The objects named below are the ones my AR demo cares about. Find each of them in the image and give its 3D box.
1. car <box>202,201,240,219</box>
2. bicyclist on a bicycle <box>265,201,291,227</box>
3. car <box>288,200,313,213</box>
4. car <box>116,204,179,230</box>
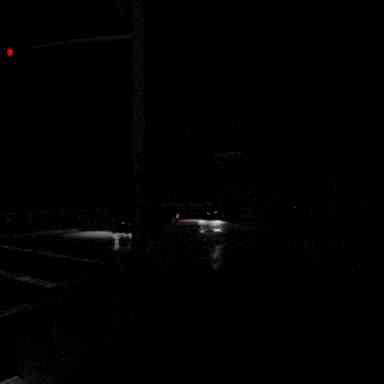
[{"bbox_3d":[2.702,1.609,30.086,1.837,1.490,4.892,0,0,34],"label":"car"},{"bbox_3d":[5.249,1.360,20.463,1.656,1.620,0.582,-1,0,34],"label":"bicyclist on a bicycle"},{"bbox_3d":[12.596,1.650,38.194,1.994,1.385,4.181,0,0,36],"label":"car"},{"bbox_3d":[-2.794,1.606,21.891,1.837,1.490,4.892,0,0,34],"label":"car"}]
